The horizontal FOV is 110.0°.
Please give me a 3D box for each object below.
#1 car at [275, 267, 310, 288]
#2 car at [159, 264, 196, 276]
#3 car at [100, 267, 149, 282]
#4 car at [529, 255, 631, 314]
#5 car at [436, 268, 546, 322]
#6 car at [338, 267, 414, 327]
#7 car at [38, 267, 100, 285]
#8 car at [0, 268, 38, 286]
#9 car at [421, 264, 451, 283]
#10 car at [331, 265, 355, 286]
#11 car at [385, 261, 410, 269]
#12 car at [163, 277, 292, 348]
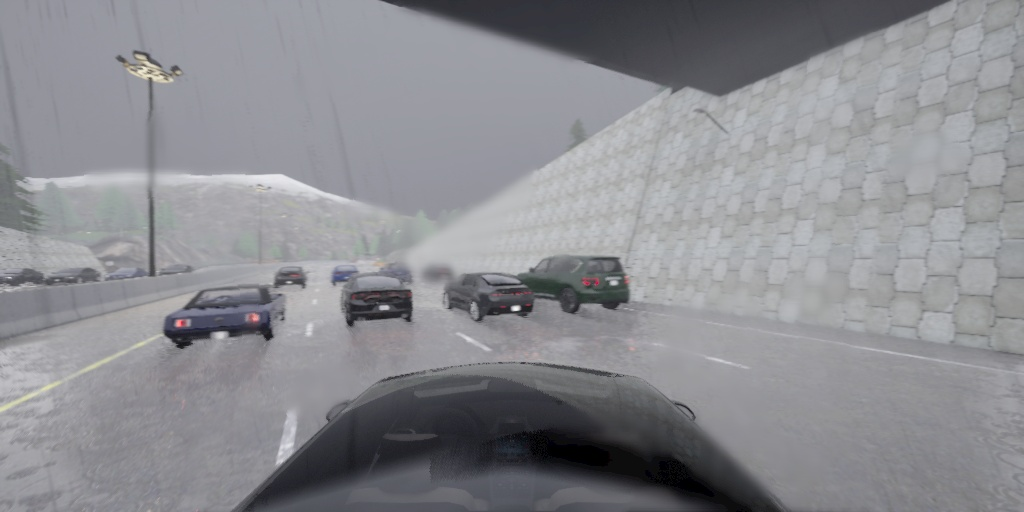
[{"bbox_3d":[-15.614,1.489,25.482,1.837,1.490,4.892,0,0,-28],"label":"car"},{"bbox_3d":[-32.629,1.592,35.113,1.837,1.490,4.892,0,0,-28],"label":"car"},{"bbox_3d":[-35.728,1.763,33.487,1.812,1.442,4.674,0,0,-28],"label":"car"},{"bbox_3d":[2.130,1.003,14.239,2.150,2.045,5.566,0,0,-28],"label":"car"},{"bbox_3d":[-1.006,1.308,12.687,1.837,1.490,4.892,0,0,-28],"label":"car"},{"bbox_3d":[-4.713,1.312,12.218,1.882,1.535,5.008,0,0,-28],"label":"car"},{"bbox_3d":[-38.828,1.776,31.862,1.837,1.490,4.892,0,0,-28],"label":"car"},{"bbox_3d":[-41.928,1.766,30.238,1.812,1.442,4.674,0,0,-28],"label":"car"},{"bbox_3d":[-6.320,1.426,30.366,1.837,1.490,4.892,0,0,-28],"label":"car"},{"bbox_3d":[-13.222,1.452,28.455,1.882,1.535,5.008,0,0,-28],"label":"car"},{"bbox_3d":[-9.262,1.291,28.438,2.097,1.767,4.553,0,0,-28],"label":"car"},{"bbox_3d":[-7.375,1.449,9.762,1.895,1.301,4.718,0,0,-28],"label":"car"}]
